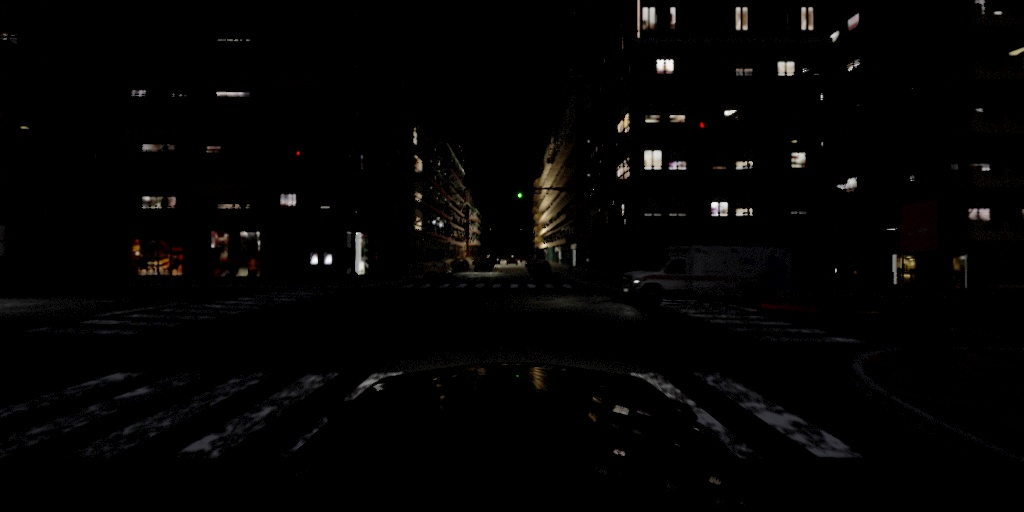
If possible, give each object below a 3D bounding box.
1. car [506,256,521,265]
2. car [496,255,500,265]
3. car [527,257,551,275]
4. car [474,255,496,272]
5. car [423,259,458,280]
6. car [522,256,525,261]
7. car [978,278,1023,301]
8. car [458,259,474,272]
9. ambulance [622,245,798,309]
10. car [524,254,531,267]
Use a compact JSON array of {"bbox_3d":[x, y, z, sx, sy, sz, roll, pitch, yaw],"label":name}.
[{"bbox_3d":[0.000,0.813,59.542,1.994,1.385,4.181,0,0,0],"label":"car"},{"bbox_3d":[-3.029,0.601,59.469,2.097,1.767,4.553,0,1,0],"label":"car"},{"bbox_3d":[2.690,1.016,33.738,1.888,1.381,4.507,0,0,0],"label":"car"},{"bbox_3d":[-3.084,0.897,39.648,1.882,1.535,5.008,0,1,0],"label":"car"},{"bbox_3d":[-5.690,1.044,28.059,1.751,1.417,4.829,0,0,0],"label":"car"},{"bbox_3d":[2.690,0.909,50.308,1.802,1.307,4.207,0,0,0],"label":"car"},{"bbox_3d":[26.246,1.608,17.768,4.829,1.417,1.751,0,0,0],"label":"car"},{"bbox_3d":[-5.691,0.968,39.275,1.888,1.381,4.507,0,0,0],"label":"car"},{"bbox_3d":[7.956,0.813,14.967,6.366,2.431,2.351,1,0,0],"label":"ambulance"},{"bbox_3d":[2.690,0.862,39.261,1.967,1.591,4.097,0,0,0],"label":"car"}]
